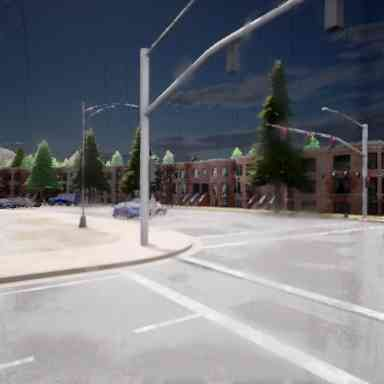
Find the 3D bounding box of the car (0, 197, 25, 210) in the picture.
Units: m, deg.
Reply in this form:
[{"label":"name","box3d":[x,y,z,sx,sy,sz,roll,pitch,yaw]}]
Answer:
[{"label":"car","box3d":[-25.205,1.565,43.893,5.357,1.411,2.033,0,0,20]}]

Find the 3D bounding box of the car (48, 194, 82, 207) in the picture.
[{"label":"car","box3d":[-20.300,1.267,53.223,5.566,2.045,2.150,0,0,22]}]

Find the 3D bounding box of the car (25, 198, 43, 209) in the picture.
[{"label":"car","box3d":[-23.198,1.592,46.829,4.181,1.385,1.994,0,0,21]}]

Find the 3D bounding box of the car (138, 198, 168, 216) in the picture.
[{"label":"car","box3d":[-4.303,1.400,32.855,2.097,1.767,4.553,0,0,-40]}]

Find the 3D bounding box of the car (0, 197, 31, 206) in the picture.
[{"label":"car","box3d":[-30.335,1.574,56.072,5.357,1.411,2.033,0,0,7]}]

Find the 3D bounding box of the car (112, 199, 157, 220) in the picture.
[{"label":"car","box3d":[-5.240,1.563,28.477,1.812,1.442,4.674,0,0,-38]}]
